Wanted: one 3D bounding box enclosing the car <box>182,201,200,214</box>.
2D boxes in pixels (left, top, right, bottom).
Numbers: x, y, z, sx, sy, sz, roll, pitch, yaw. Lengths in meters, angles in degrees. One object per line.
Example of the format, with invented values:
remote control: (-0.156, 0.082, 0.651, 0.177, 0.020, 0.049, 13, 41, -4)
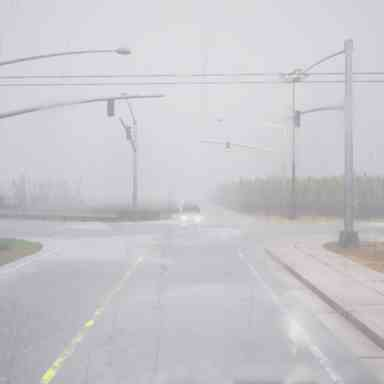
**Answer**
car: (-0.153, 1.624, 36.581, 1.895, 1.301, 4.718, 0, 0, -3)
